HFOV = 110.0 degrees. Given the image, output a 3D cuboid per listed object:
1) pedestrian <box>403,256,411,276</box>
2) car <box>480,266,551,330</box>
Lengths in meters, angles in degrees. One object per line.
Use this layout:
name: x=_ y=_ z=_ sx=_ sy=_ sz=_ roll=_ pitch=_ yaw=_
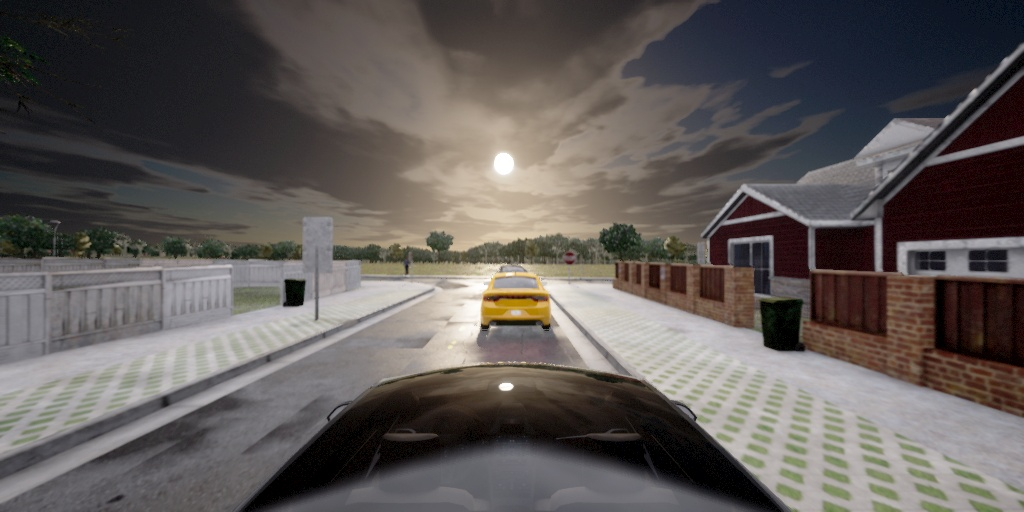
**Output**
pedestrian: x=-9.687 y=0.890 z=32.963 sx=0.375 sy=1.860 sz=0.375 roll=0 pitch=-1 yaw=0
car: x=0.102 y=1.250 z=11.283 sx=1.882 sy=1.535 sz=5.008 roll=0 pitch=0 yaw=0
